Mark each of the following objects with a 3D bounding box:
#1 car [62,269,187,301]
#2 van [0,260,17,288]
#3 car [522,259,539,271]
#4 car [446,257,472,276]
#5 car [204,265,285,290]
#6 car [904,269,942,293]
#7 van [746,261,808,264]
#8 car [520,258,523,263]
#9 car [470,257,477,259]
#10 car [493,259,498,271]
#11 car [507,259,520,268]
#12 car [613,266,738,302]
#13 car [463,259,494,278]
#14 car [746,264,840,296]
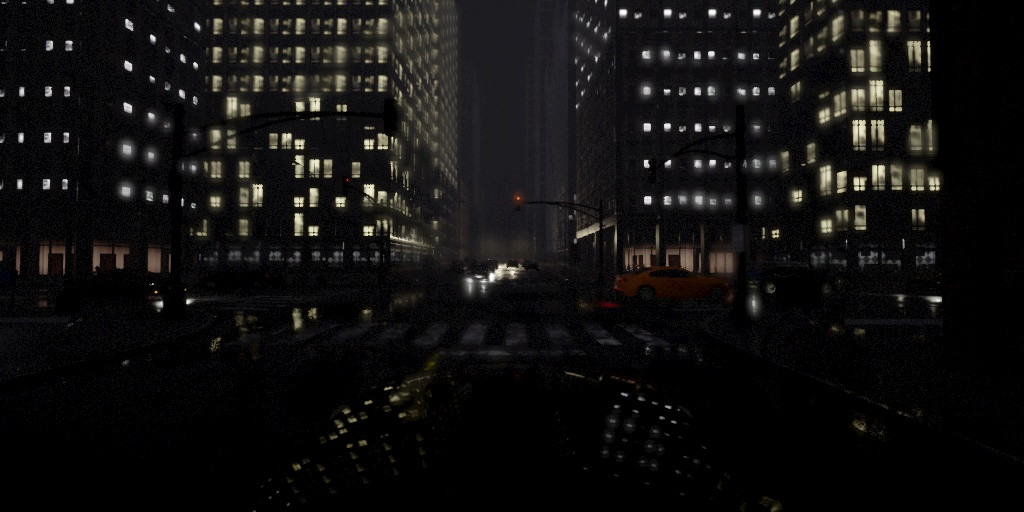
[{"bbox_3d":[-17.490,1.264,16.326,4.181,1.385,1.994,0,-1,-1],"label":"car"},{"bbox_3d":[-33.439,1.132,22.141,3.998,1.789,1.690,0,0,0],"label":"van"},{"bbox_3d":[2.688,1.350,48.755,1.802,1.307,4.207,0,0,0],"label":"car"},{"bbox_3d":[-5.692,1.203,37.542,1.967,1.591,4.097,0,0,0],"label":"car"},{"bbox_3d":[-16.494,1.255,22.105,4.097,1.591,1.967,0,0,0],"label":"car"},{"bbox_3d":[24.352,1.313,19.436,5.008,1.535,1.882,0,-1,0],"label":"car"},{"bbox_3d":[15.980,1.210,22.033,3.998,1.789,1.690,0,0,0],"label":"van"},{"bbox_3d":[2.688,1.298,60.080,1.751,1.417,4.829,0,0,0],"label":"car"},{"bbox_3d":[-5.693,1.082,48.692,2.192,1.841,5.009,0,0,0],"label":"car"},{"bbox_3d":[-3.102,1.367,44.372,1.895,1.301,4.718,0,0,0],"label":"car"},{"bbox_3d":[0.095,1.337,62.836,1.994,1.385,4.181,0,0,0],"label":"car"},{"bbox_3d":[7.170,1.220,16.259,5.008,1.535,1.882,0,-1,0],"label":"car"},{"bbox_3d":[-3.104,1.310,34.462,2.033,1.411,5.357,0,0,0],"label":"car"},{"bbox_3d":[14.872,1.321,19.461,4.892,1.490,1.837,0,-1,0],"label":"car"}]
